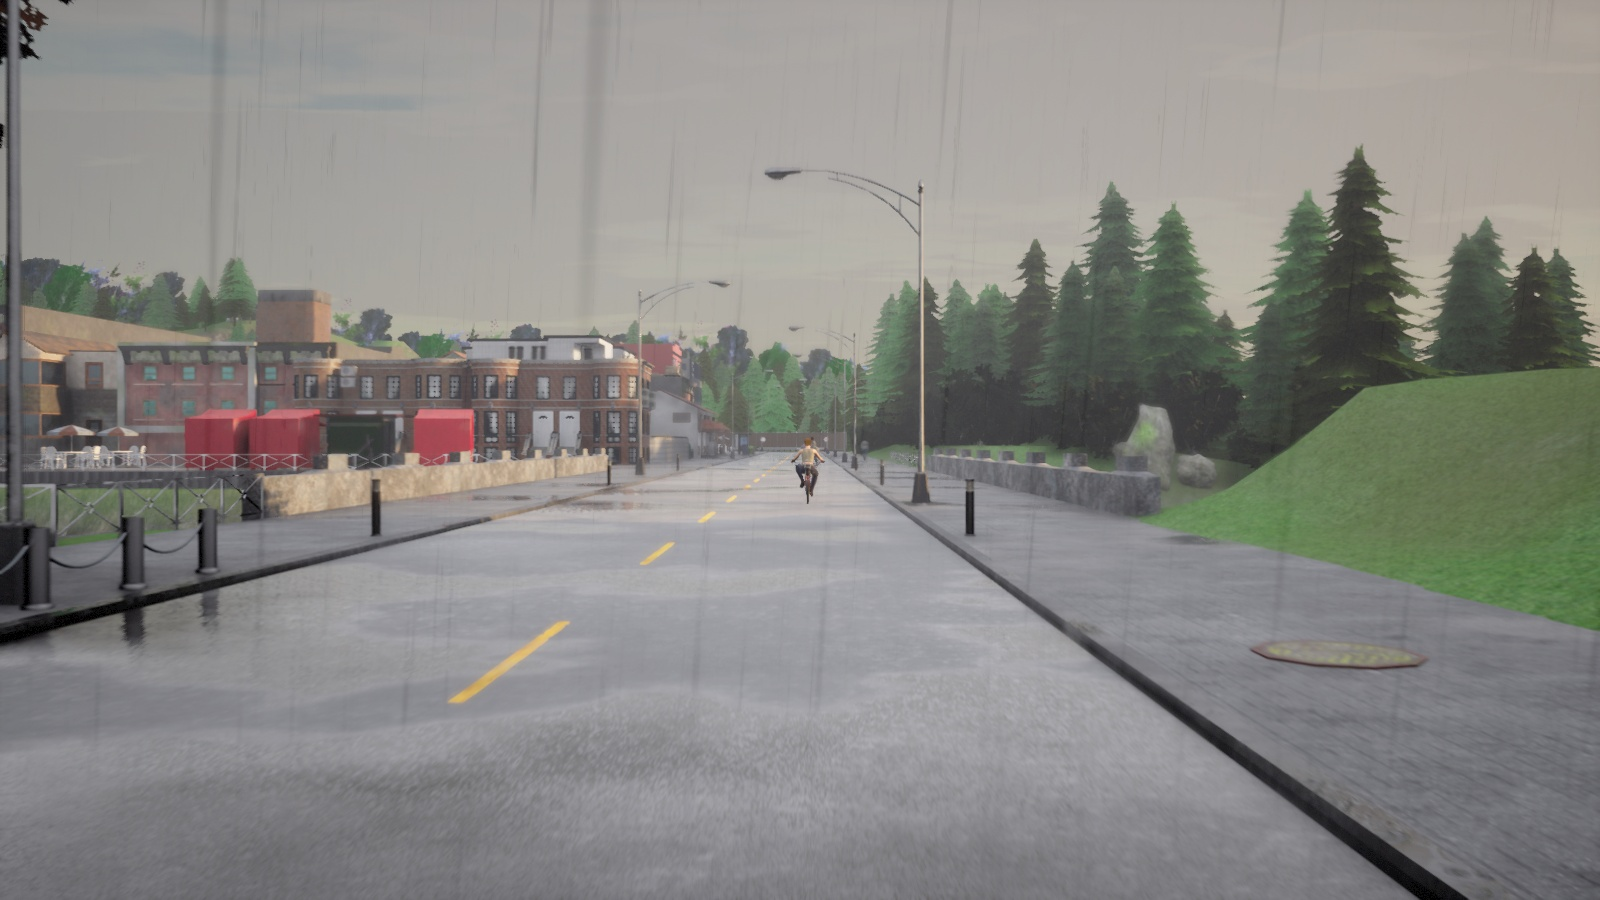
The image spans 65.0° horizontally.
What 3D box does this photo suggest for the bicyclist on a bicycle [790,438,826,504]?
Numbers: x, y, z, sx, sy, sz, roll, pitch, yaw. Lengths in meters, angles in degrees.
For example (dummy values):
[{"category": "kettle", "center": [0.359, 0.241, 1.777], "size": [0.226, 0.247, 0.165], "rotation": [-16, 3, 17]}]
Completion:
[{"category": "bicyclist on a bicycle", "center": [0.192, 0.508, 31.151], "size": [0.866, 1.612, 1.509], "rotation": [0, 0, 0]}]
